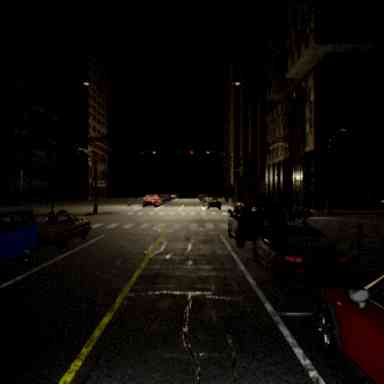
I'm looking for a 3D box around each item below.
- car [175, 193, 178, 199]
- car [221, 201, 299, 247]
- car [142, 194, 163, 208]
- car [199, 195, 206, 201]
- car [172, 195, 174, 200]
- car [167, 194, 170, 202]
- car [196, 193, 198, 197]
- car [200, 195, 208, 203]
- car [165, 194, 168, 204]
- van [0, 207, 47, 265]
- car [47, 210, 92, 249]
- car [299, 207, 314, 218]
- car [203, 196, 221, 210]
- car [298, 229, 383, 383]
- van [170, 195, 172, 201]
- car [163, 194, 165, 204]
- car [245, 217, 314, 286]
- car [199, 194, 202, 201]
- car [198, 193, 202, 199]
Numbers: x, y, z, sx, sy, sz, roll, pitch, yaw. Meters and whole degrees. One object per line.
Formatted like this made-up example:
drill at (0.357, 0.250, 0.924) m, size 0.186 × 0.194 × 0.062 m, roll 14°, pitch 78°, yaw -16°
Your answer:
car at (-5.800, 1.511, 92.481) m, size 1.947 × 1.339 × 4.313 m, roll 0°, pitch 0°, yaw 0°
car at (2.755, 1.301, 14.753) m, size 2.192 × 1.841 × 5.009 m, roll 0°, pitch 0°, yaw 0°
car at (-5.783, 1.276, 47.355) m, size 2.192 × 1.841 × 5.009 m, roll 0°, pitch 0°, yaw 0°
car at (2.727, 1.471, 87.022) m, size 1.752 × 1.417 × 4.829 m, roll 0°, pitch 0°, yaw 0°
car at (-5.794, 1.387, 75.558) m, size 1.967 × 1.590 × 4.097 m, roll 0°, pitch 0°, yaw 0°
car at (-5.789, 1.533, 64.277) m, size 1.802 × 1.307 × 4.206 m, roll 0°, pitch 0°, yaw 0°
car at (2.729, 1.387, 81.211) m, size 1.967 × 1.590 × 4.097 m, roll 0°, pitch 0°, yaw 0°
car at (2.741, 1.509, 53.008) m, size 2.008 × 1.369 × 4.403 m, roll 0°, pitch 0°, yaw 0°
car at (-5.787, 1.520, 58.637) m, size 1.947 × 1.339 × 4.313 m, roll 0°, pitch 0°, yaw 0°
van at (-5.768, 1.332, 9.063) m, size 1.690 × 1.788 × 3.998 m, roll 0°, pitch 0°, yaw 0°
car at (-5.769, 1.511, 14.570) m, size 1.752 × 1.417 × 4.829 m, roll 0°, pitch 0°, yaw 0°
car at (7.376, 1.493, 26.788) m, size 4.674 × 1.442 × 1.812 m, roll 0°, pitch 0°, yaw 0°
car at (2.745, 1.516, 41.727) m, size 2.008 × 1.369 × 4.403 m, roll 0°, pitch 0°, yaw 0°
car at (2.760, 1.437, 3.398) m, size 1.967 × 1.590 × 4.097 m, roll 0°, pitch 0°, yaw 0°
van at (-5.792, 1.290, 69.917) m, size 1.690 × 1.788 × 3.998 m, roll 0°, pitch 0°, yaw 0°
car at (-5.785, 1.398, 52.996) m, size 1.967 × 1.590 × 4.097 m, roll 0°, pitch 0°, yaw 0°
car at (2.758, 1.573, 9.076) m, size 1.802 × 1.307 × 4.206 m, roll 0°, pitch 0°, yaw 0°
car at (2.738, 1.499, 58.649) m, size 1.887 × 1.381 × 4.507 m, roll 0°, pitch 0°, yaw 0°
car at (2.733, 1.390, 69.930) m, size 1.967 × 1.590 × 4.097 m, roll 0°, pitch 0°, yaw 0°
